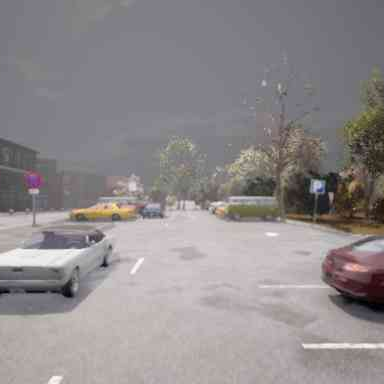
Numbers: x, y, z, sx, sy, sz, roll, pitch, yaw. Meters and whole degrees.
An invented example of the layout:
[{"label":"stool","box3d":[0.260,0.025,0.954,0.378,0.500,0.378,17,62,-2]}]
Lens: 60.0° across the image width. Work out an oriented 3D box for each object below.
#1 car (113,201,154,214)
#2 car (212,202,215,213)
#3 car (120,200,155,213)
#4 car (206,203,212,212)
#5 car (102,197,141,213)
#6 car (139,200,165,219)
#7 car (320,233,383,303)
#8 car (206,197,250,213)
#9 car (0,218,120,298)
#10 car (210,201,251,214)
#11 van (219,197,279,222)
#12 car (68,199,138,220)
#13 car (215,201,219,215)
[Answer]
[{"label":"car","box3d":[-7.528,1.989,43.097,5.008,1.535,2.097,0,-2,-1]},{"label":"car","box3d":[5.030,1.718,32.954,5.366,1.575,1.946,0,-1,-1]},{"label":"car","box3d":[-7.542,1.955,46.136,4.553,1.767,2.185,0,-2,-1]},{"label":"car","box3d":[4.766,1.603,38.674,5.566,2.045,2.435,0,-2,-1]},{"label":"car","box3d":[-7.466,1.650,40.189,5.566,2.045,2.435,0,-1,-1]},{"label":"car","box3d":[-3.581,1.745,31.669,1.812,1.442,4.674,0,-1,0]},{"label":"car","box3d":[5.042,1.518,6.705,4.674,1.452,2.002,0,0,0]},{"label":"car","box3d":[4.694,1.763,44.133,5.566,2.045,2.435,0,-2,-1]},{"label":"car","box3d":[-3.391,1.601,8.632,1.895,1.301,4.718,0,0,0]},{"label":"car","box3d":[4.752,1.935,41.458,4.892,1.521,2.231,0,-2,-1]},{"label":"van","box3d":[4.774,1.395,27.501,4.442,1.987,1.878,0,-1,0]},{"label":"car","box3d":[-7.567,1.633,28.038,5.366,1.575,1.946,0,-1,0]},{"label":"car","box3d":[5.052,1.666,30.294,5.366,1.575,1.946,0,-1,0]}]
